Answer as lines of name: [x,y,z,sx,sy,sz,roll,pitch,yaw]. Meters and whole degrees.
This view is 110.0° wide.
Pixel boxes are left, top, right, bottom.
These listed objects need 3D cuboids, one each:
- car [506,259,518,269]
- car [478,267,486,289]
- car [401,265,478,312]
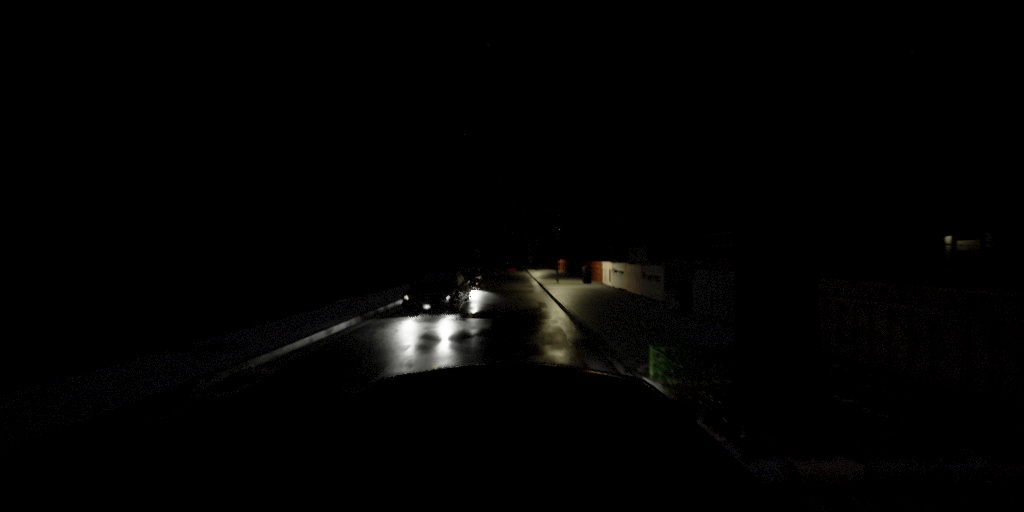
car: [0.023,1.276,57.844,1.837,1.490,4.892,0,0,0]
car: [-2.741,1.284,22.795,1.994,1.385,4.181,0,0,0]
car: [-2.777,1.280,14.402,2.033,1.411,5.357,0,0,1]
